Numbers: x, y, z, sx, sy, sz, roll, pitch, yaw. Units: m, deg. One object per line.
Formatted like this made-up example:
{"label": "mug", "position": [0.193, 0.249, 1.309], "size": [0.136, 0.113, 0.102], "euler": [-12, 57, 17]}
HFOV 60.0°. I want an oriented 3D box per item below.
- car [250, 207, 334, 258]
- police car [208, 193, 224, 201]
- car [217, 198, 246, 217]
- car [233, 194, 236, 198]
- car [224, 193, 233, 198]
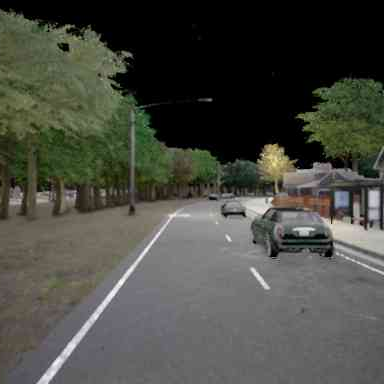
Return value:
{"label": "car", "position": [3.598, 1.330, 12.787], "size": [2.097, 1.767, 4.553], "euler": [0, 0, 0]}
{"label": "police car", "position": [4.805, 1.116, 70.747], "size": [1.930, 1.638, 5.238], "euler": [0, 0, 16]}
{"label": "car", "position": [3.661, 1.477, 30.056], "size": [1.994, 1.385, 4.181], "euler": [0, 0, 1]}
{"label": "car", "position": [9.874, 1.051, 85.724], "size": [1.882, 1.535, 5.008], "euler": [0, 0, 22]}
{"label": "car", "position": [7.781, 1.143, 80.131], "size": [1.812, 1.442, 4.674], "euler": [0, 0, 19]}
